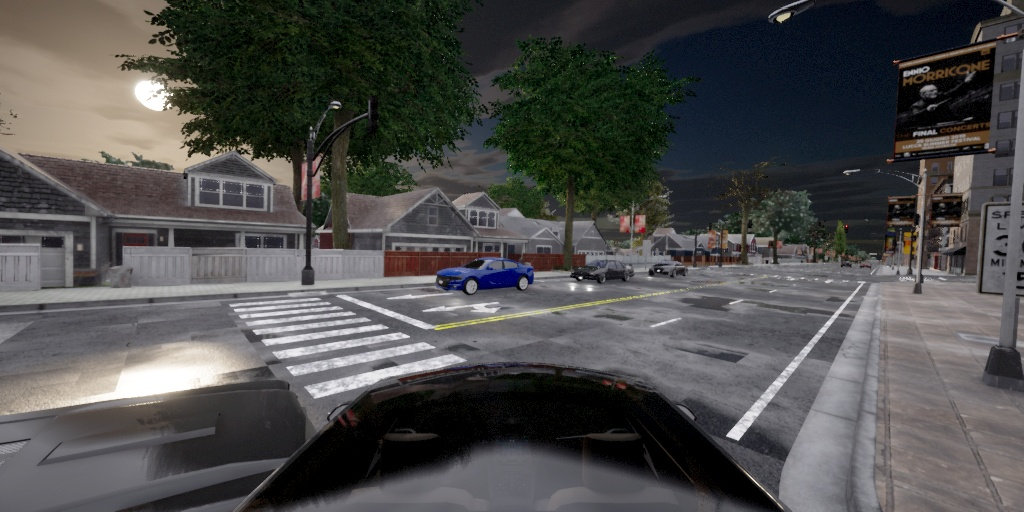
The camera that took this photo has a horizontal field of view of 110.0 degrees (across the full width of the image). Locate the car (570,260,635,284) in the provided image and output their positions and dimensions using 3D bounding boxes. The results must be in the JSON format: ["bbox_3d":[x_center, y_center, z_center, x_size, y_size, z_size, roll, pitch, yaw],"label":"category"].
[{"bbox_3d":[6.046,0.945,23.386,5.357,1.411,2.033,0,2,-44],"label":"car"}]

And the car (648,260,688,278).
[{"bbox_3d":[13.242,1.023,30.309,4.181,1.385,1.994,0,2,-44],"label":"car"}]

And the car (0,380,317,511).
[{"bbox_3d":[-3.310,1.289,1.278,4.718,1.301,1.895,1,2,-34],"label":"car"}]

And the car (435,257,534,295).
[{"bbox_3d":[-1.119,0.817,16.464,5.008,1.535,1.882,0,2,-44],"label":"car"}]
